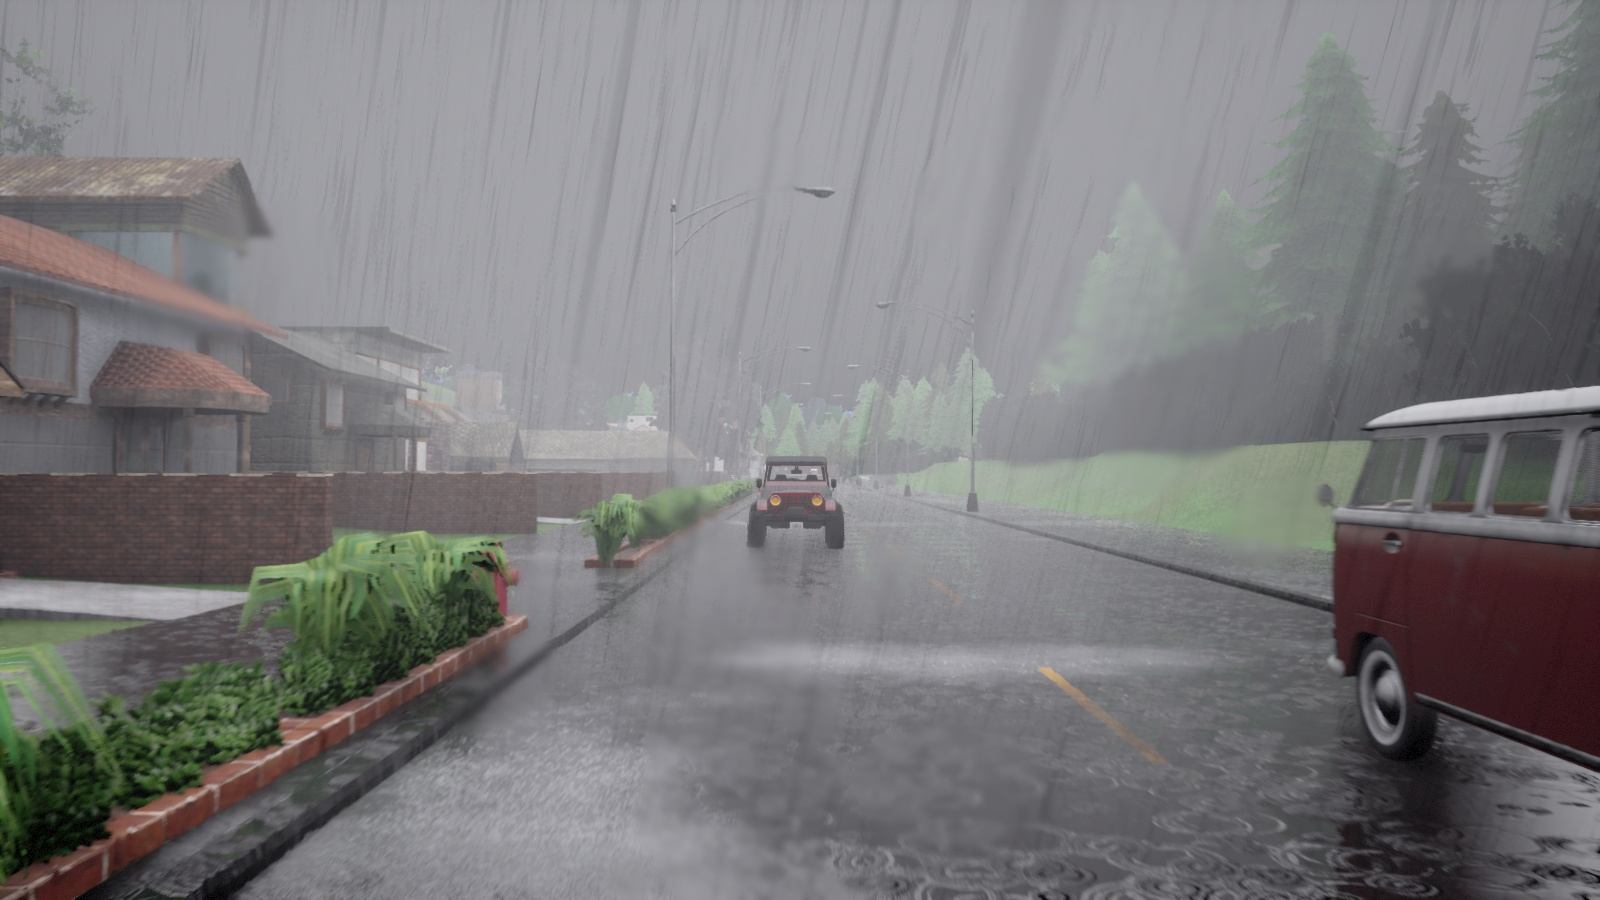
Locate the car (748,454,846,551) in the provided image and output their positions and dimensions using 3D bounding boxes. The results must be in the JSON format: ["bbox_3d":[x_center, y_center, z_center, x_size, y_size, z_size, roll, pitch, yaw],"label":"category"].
[{"bbox_3d":[-0.065,1.051,26.311,1.905,1.878,3.866,0,-1,0],"label":"car"}]

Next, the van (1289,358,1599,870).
[{"bbox_3d":[3.986,0.647,5.699,1.775,1.987,4.442,0,-1,0],"label":"van"}]
